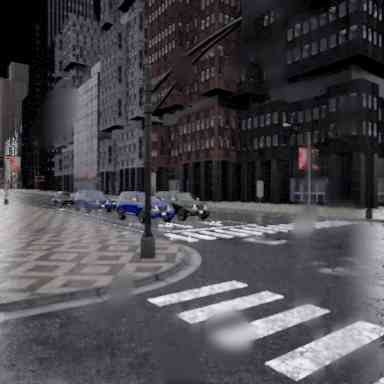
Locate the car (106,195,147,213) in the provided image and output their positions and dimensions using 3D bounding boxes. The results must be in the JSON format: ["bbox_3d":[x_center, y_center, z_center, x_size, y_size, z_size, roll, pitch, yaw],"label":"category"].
[{"bbox_3d":[-6.638,1.139,33.286,2.128,1.511,4.902,0,1,-36],"label":"car"}]

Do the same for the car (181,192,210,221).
[{"bbox_3d":[-0.926,1.006,25.436,2.150,2.045,5.566,0,1,-34],"label":"car"}]

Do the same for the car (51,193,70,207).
[{"bbox_3d":[-15.283,1.090,39.676,1.895,1.301,4.718,0,1,-36],"label":"car"}]

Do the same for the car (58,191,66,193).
[{"bbox_3d":[-25.285,0.585,64.838,1.882,1.535,5.008,0,1,-36],"label":"car"}]

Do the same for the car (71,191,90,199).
[{"bbox_3d":[-22.137,0.621,66.034,2.128,1.511,4.902,0,1,-36],"label":"car"}]

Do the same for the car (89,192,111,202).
[{"bbox_3d":[-15.973,0.773,57.544,1.882,1.535,5.008,0,1,-36],"label":"car"}]

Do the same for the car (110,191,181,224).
[{"bbox_3d":[-3.412,1.001,23.310,2.150,2.045,5.566,0,1,-36],"label":"car"}]

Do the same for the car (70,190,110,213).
[{"bbox_3d":[-9.500,0.854,31.697,2.150,2.045,5.566,0,1,-36],"label":"car"}]

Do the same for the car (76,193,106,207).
[{"bbox_3d":[-12.794,0.987,41.784,2.128,1.511,4.902,0,1,-36],"label":"car"}]
